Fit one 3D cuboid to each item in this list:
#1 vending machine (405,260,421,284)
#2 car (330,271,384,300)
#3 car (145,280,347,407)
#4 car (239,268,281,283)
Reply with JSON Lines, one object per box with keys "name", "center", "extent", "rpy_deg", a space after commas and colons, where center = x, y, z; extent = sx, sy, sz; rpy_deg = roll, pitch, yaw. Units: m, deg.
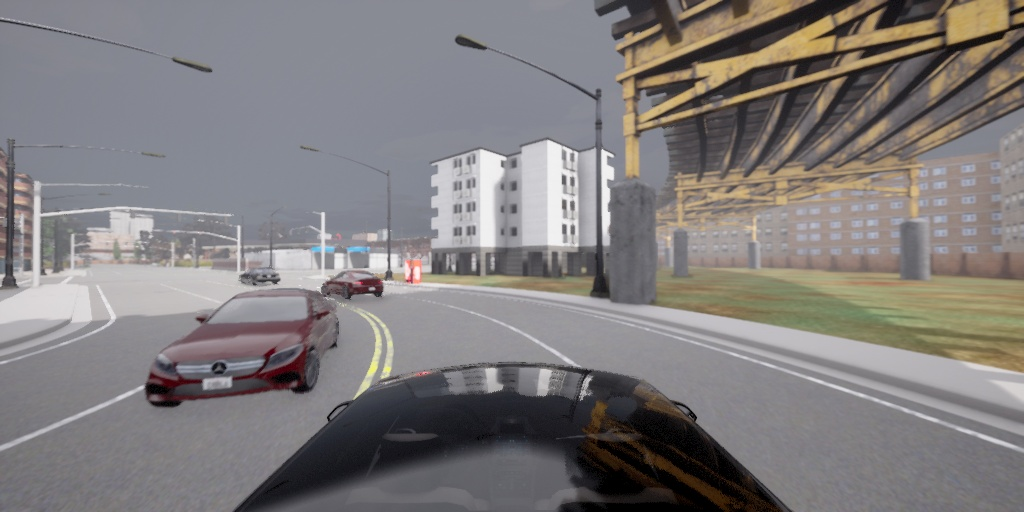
{"name": "vending machine", "center": [-7.868, 1.296, 28.555], "extent": [0.880, 2.100, 1.100], "rpy_deg": [0, 0, 40]}
{"name": "car", "center": [-8.718, 1.522, 19.607], "extent": [4.674, 1.442, 1.812], "rpy_deg": [-1, -1, 43]}
{"name": "car", "center": [-4.402, 1.351, 6.660], "extent": [1.812, 1.442, 4.674], "rpy_deg": [0, -1, -19]}
{"name": "car", "center": [-21.468, 1.722, 30.470], "extent": [5.357, 1.411, 2.033], "rpy_deg": [-1, -1, 40]}
